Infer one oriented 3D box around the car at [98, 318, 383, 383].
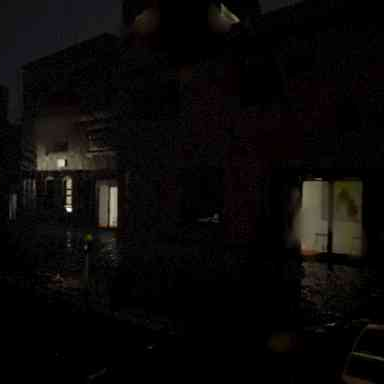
[{"bbox_3d":[1.159,1.570,2.014,4.403,1.369,2.008,0,1,36],"label":"car"}]
